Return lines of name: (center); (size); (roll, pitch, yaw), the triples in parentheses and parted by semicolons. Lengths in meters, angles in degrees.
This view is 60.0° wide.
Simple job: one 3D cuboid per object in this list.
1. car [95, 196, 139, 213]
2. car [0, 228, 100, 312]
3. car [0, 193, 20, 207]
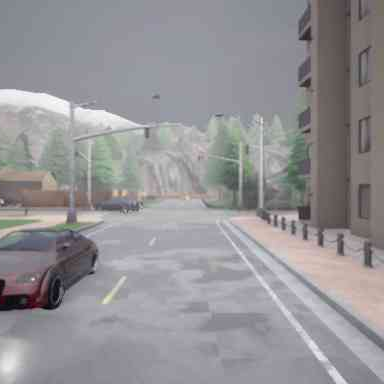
car: (-7.917, 1.253, 35.010); (4.553, 1.767, 2.097); (0, 1, 21)
car: (-3.576, 1.544, 7.649); (1.994, 1.385, 4.181); (0, 0, 0)
car: (-25.025, 1.046, 44.450); (1.932, 1.855, 4.605); (0, 0, -1)
